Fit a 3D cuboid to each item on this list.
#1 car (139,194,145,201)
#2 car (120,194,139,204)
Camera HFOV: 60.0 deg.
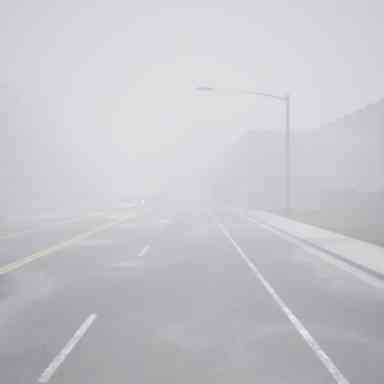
[{"bbox_3d":[-10.477,1.101,68.041,1.895,1.301,4.718,0,0,0],"label":"car"},{"bbox_3d":[-10.522,1.109,54.492,1.837,1.490,4.892,0,0,0],"label":"car"}]
